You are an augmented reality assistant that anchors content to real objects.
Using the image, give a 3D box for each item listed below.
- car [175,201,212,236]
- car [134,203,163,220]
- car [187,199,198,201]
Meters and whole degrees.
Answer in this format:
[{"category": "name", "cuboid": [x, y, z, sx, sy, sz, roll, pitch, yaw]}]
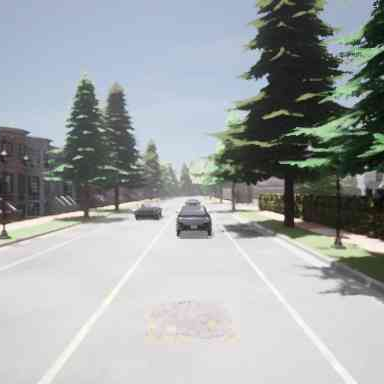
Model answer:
[{"category": "car", "cuboid": [0.101, 1.492, 18.564, 2.128, 1.511, 4.902, 0, 0, 0]}, {"category": "car", "cuboid": [-3.555, 1.602, 27.756, 1.895, 1.301, 4.718, 0, 0, 0]}, {"category": "car", "cuboid": [0.092, 1.528, 37.546, 1.812, 1.442, 4.674, 0, -1, -1]}]
